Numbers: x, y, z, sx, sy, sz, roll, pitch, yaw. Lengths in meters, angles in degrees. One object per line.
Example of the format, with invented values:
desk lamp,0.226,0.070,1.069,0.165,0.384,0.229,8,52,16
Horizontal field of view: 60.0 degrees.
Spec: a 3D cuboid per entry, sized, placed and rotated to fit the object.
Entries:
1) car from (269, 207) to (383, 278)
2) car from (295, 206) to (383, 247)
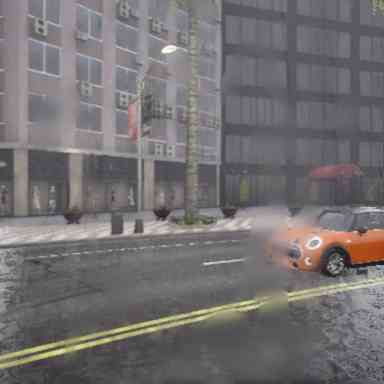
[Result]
car,4.565,1.299,9.906,4.553,1.767,2.097,0,0,-22
car,7.207,1.430,14.636,4.892,1.490,1.837,0,0,-17
